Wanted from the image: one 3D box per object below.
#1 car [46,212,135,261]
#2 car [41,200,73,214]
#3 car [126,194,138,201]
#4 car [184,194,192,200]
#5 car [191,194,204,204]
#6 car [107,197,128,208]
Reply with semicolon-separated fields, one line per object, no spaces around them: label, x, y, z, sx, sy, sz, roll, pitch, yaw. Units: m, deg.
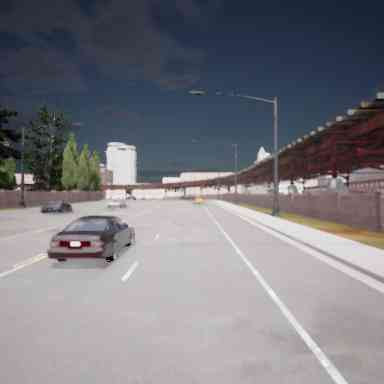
car;-3.388;1.548;12.149;2.033;1.411;5.357;0;0;0
car;-14.049;1.565;34.749;1.994;1.385;4.181;0;0;0
car;-13.934;1.280;77.267;1.994;1.385;4.181;0;0;0
car;-0.173;1.233;84.235;2.097;1.767;4.553;0;0;-4
car;1.287;1.452;64.454;1.801;1.575;5.366;0;0;0
car;-10.513;1.601;46.720;1.895;1.301;4.718;0;0;1
